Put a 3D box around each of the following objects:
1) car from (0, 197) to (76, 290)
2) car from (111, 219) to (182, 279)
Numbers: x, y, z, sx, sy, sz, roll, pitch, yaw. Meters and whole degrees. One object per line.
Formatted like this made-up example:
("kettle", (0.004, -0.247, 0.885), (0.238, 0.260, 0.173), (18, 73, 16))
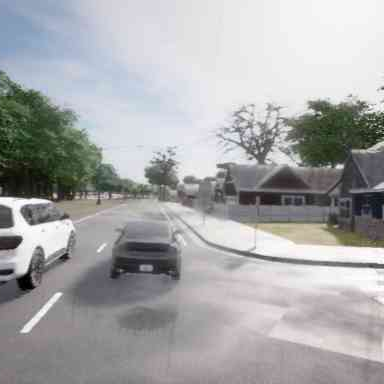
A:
("car", (-4.731, 1.147, 8.928), (2.150, 2.045, 5.566), (2, 0, -7))
("car", (-1.362, 1.593, 10.369), (1.837, 1.490, 4.892), (3, -1, -7))
